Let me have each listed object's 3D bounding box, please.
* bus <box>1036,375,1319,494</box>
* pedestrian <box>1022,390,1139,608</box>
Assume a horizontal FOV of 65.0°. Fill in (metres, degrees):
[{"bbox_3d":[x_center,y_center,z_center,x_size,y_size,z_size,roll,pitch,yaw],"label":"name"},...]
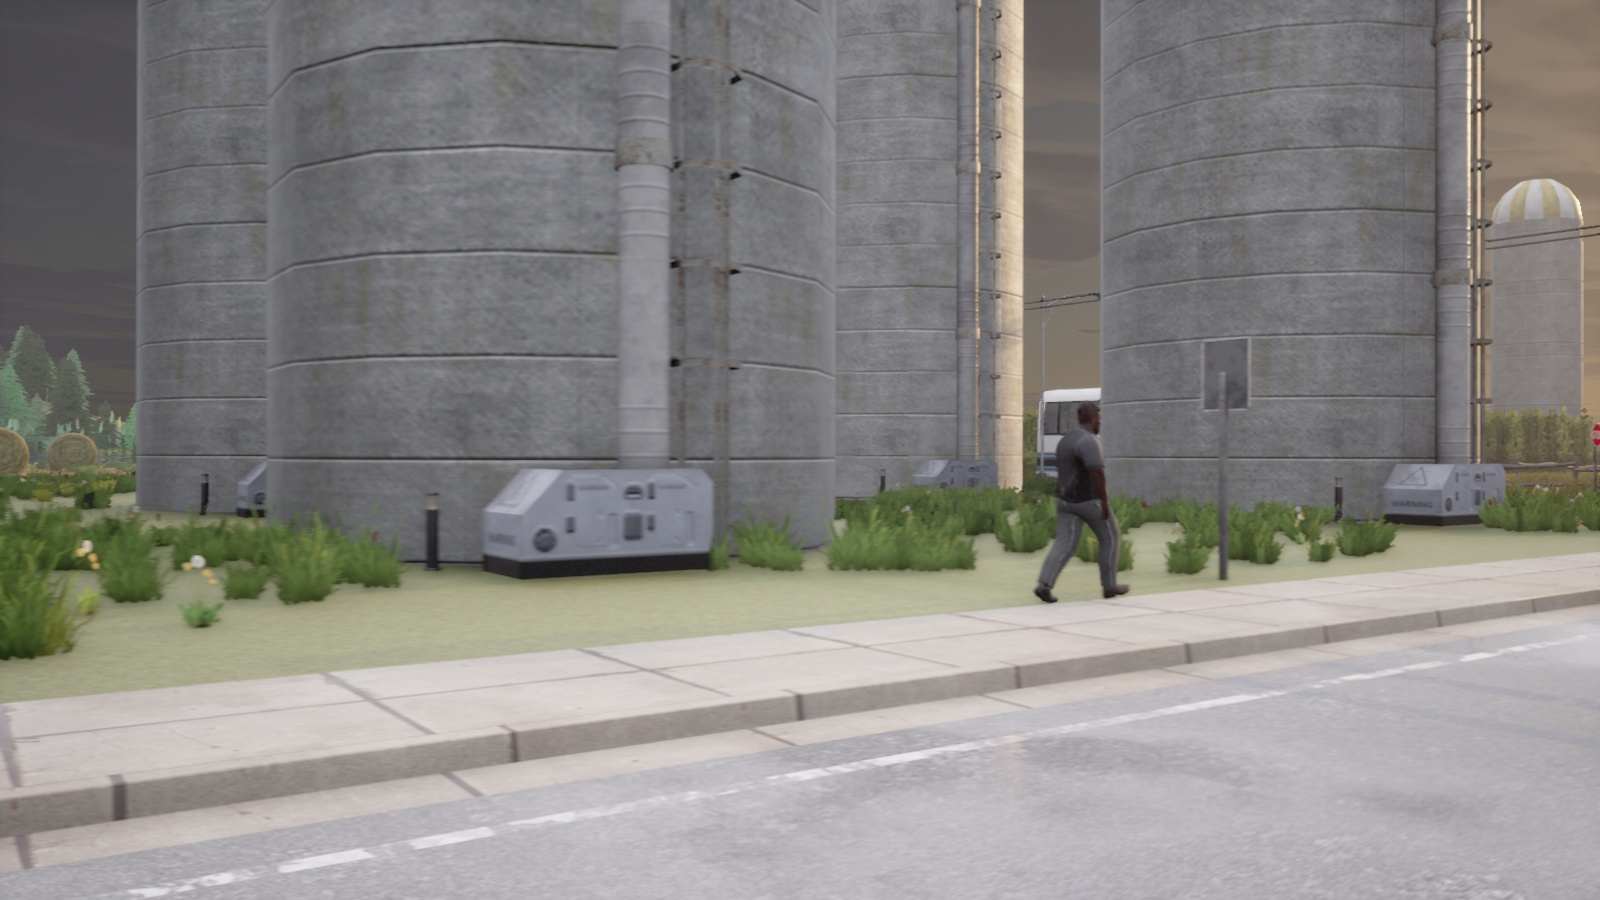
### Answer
[{"bbox_3d":[14.754,-0.540,50.064,3.944,4.253,10.273,0,0,-41],"label":"bus"},{"bbox_3d":[2.513,0.422,11.258,0.849,1.883,0.563,0,0,-20],"label":"pedestrian"}]
